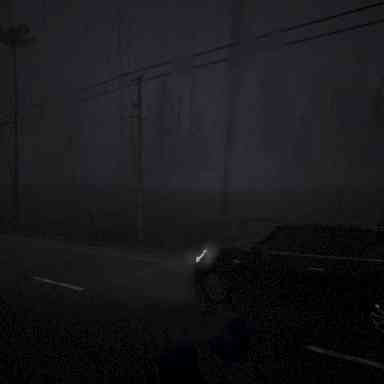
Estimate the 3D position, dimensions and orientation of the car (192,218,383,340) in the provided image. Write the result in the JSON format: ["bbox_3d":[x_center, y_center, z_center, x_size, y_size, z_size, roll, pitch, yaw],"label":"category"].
[{"bbox_3d":[2.207,1.360,6.674,4.553,1.767,2.097,-1,0,36],"label":"car"}]
